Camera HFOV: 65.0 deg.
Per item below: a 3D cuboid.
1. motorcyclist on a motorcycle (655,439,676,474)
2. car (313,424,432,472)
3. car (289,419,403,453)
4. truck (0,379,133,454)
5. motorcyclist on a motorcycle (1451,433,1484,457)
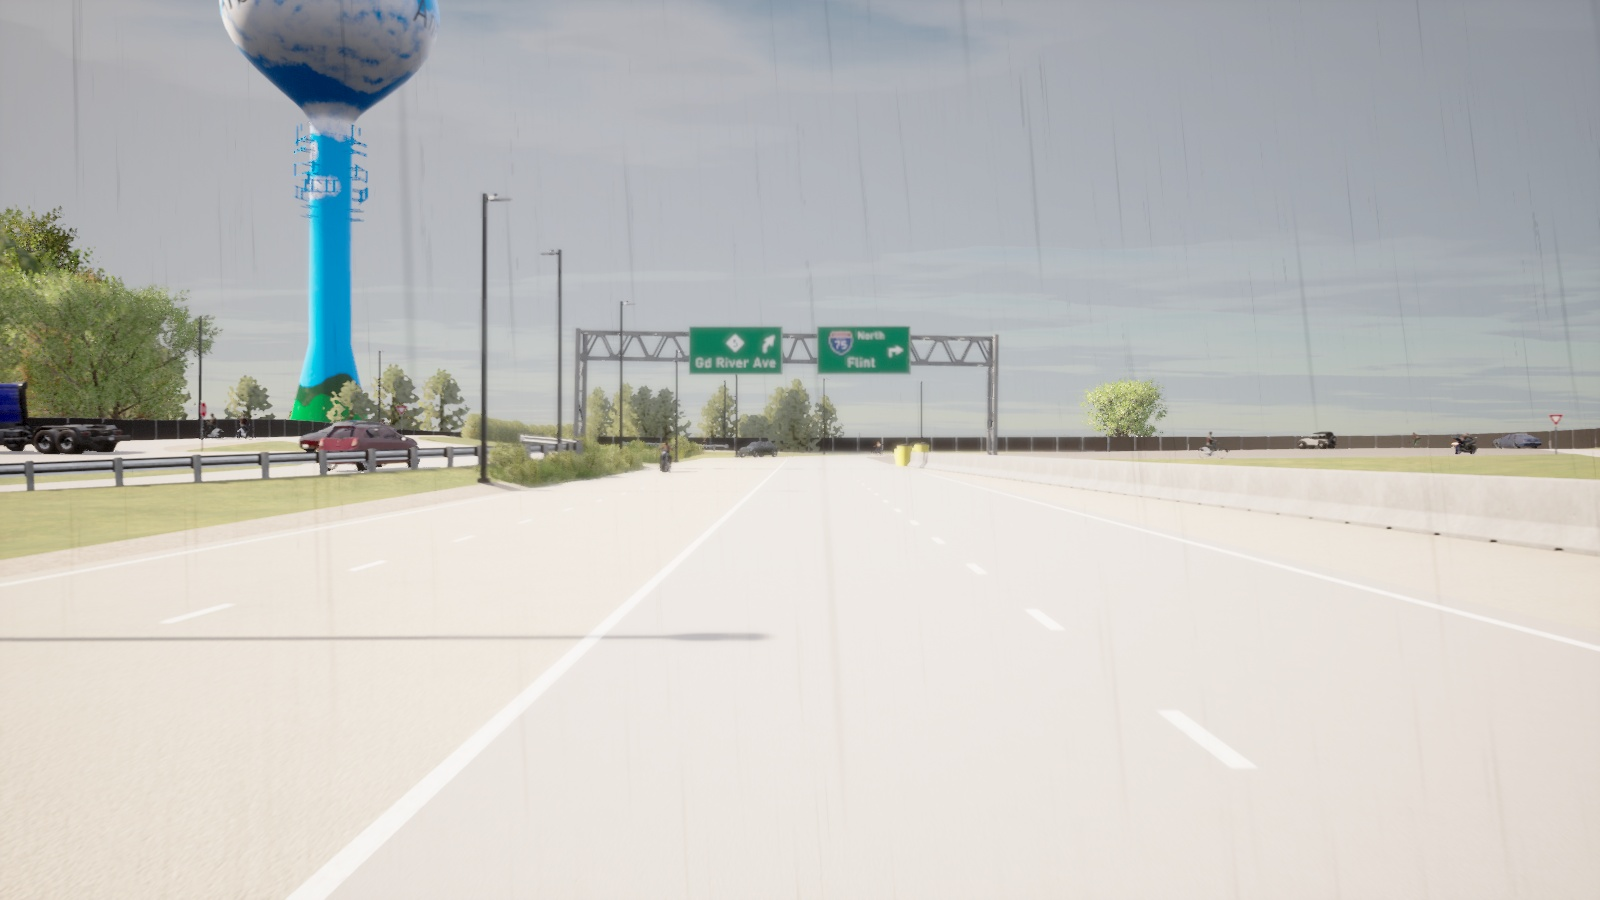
[{"bbox_3d":[-6.632,0.307,61.920,0.766,1.649,2.350,0,1,0],"label":"motorcyclist on a motorcycle"},{"bbox_3d":[-14.238,-0.094,42.020,1.845,1.501,3.633,0,2,20],"label":"car"},{"bbox_3d":[-21.917,-0.715,60.830,2.163,1.488,4.792,1,3,34],"label":"car"},{"bbox_3d":[-36.704,-1.642,60.405,7.936,3.462,2.891,0,3,10],"label":"truck"},{"bbox_3d":[45.134,-0.341,84.930,2.191,1.530,0.866,-1,0,-28],"label":"motorcyclist on a motorcycle"}]
